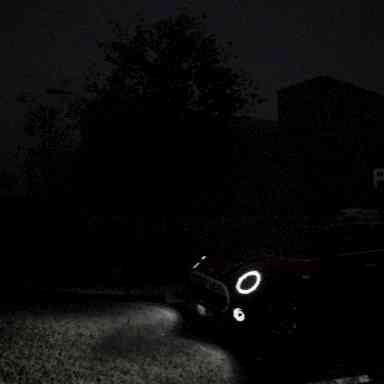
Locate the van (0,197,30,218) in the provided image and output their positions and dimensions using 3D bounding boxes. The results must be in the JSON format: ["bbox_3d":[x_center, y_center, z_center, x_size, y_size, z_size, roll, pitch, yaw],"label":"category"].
[{"bbox_3d":[-18.225,1.431,31.977,1.878,1.987,4.442,0,-1,34],"label":"van"}]

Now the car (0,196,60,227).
[{"bbox_3d":[-13.021,1.354,24.712,2.435,2.045,5.566,0,-1,34],"label":"car"}]

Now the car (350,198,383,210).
[{"bbox_3d":[11.049,1.293,18.560,5.566,2.045,2.435,-1,-1,35],"label":"car"}]

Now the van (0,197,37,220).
[{"bbox_3d":[-16.467,1.415,29.597,1.878,1.987,4.442,0,-1,34],"label":"van"}]

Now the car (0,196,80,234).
[{"bbox_3d":[-9.488,1.322,20.006,2.435,2.045,5.566,0,-1,34],"label":"car"}]

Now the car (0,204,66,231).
[{"bbox_3d":[-11.255,1.618,22.327,2.163,1.488,4.792,0,-1,33],"label":"car"}]

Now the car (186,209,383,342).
[{"bbox_3d":[2.177,1.346,6.443,4.553,1.767,2.097,0,-1,-26],"label":"car"}]

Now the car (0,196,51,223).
[{"bbox_3d":[-14.779,1.370,27.092,2.435,2.045,5.566,0,-1,34],"label":"car"}]
